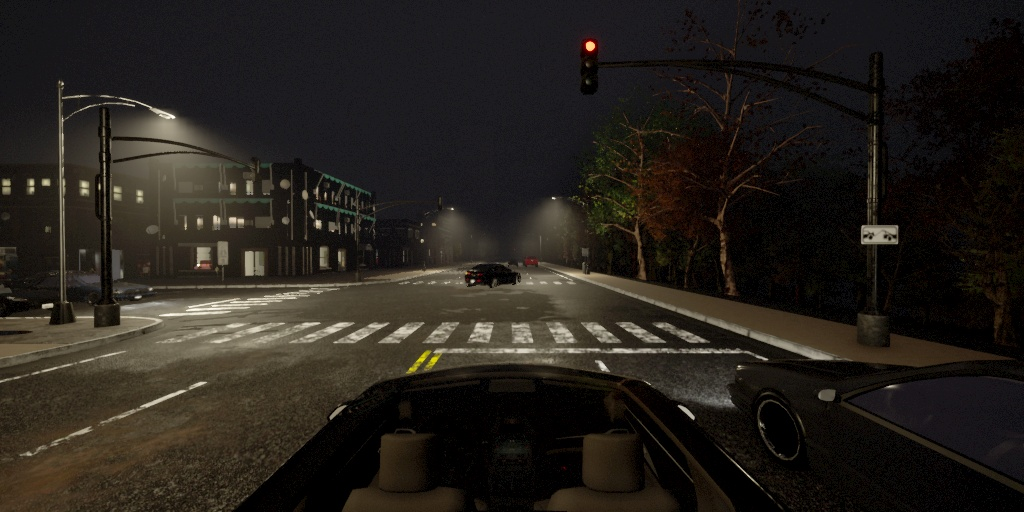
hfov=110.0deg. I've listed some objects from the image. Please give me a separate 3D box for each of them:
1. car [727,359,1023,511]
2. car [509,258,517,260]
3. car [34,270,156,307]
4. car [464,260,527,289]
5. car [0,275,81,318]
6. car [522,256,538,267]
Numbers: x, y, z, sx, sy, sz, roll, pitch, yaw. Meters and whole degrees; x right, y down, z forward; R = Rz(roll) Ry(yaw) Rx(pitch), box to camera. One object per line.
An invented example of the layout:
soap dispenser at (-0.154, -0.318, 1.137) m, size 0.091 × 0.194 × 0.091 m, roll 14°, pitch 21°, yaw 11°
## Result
car at (3.326, 1.297, 1.736) m, size 2.033 × 1.411 × 5.357 m, roll 0°, pitch 0°, yaw 3°
car at (0.182, 1.231, 64.691) m, size 1.837 × 1.490 × 4.892 m, roll 0°, pitch 0°, yaw 0°
car at (-19.742, 1.517, 16.436) m, size 5.357 × 1.411 × 2.033 m, roll -1°, pitch 1°, yaw 1°
car at (-1.166, 1.249, 23.458) m, size 1.837 × 1.490 × 4.892 m, roll 3°, pitch 1°, yaw 30°
car at (-19.933, 1.565, 13.723) m, size 4.313 × 1.339 × 1.948 m, roll 0°, pitch 0°, yaw 0°
car at (3.428, 0.948, 63.942) m, size 2.150 × 2.045 × 5.566 m, roll 0°, pitch 0°, yaw 0°
